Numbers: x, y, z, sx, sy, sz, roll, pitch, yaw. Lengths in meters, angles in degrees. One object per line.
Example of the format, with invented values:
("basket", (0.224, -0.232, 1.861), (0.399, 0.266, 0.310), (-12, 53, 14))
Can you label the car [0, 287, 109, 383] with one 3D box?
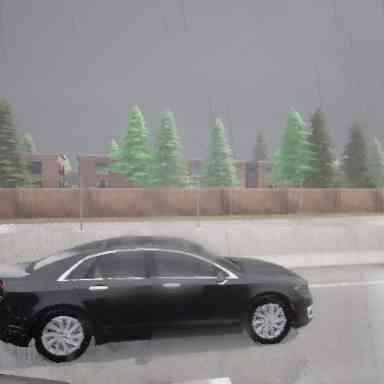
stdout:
("car", (-3.218, 1.548, 1.443), (5.357, 1.411, 2.033), (0, 0, -10))

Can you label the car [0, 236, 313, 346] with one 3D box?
("car", (-0.484, 1.506, 5.474), (4.892, 1.490, 1.837), (0, 0, -10))
